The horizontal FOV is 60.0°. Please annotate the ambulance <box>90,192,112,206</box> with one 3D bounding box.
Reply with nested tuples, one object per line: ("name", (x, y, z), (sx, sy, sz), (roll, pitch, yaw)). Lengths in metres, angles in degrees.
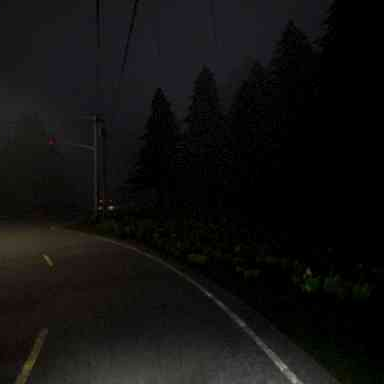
("ambulance", (-15.302, 1.163, 55.996), (2.351, 2.431, 6.366), (-1, 0, -29))
